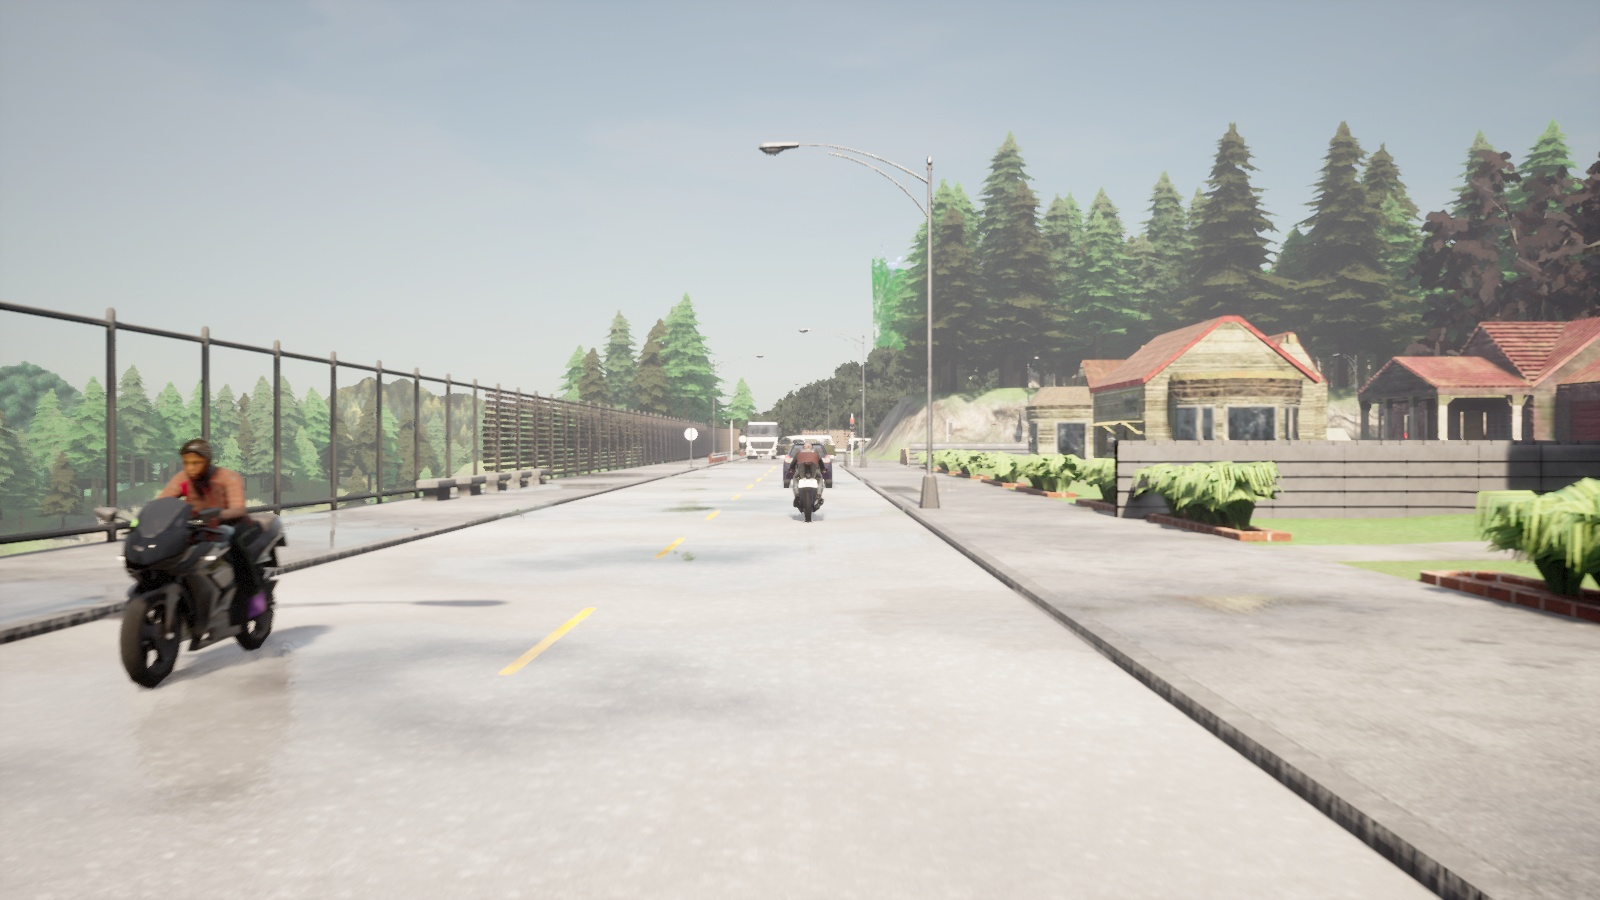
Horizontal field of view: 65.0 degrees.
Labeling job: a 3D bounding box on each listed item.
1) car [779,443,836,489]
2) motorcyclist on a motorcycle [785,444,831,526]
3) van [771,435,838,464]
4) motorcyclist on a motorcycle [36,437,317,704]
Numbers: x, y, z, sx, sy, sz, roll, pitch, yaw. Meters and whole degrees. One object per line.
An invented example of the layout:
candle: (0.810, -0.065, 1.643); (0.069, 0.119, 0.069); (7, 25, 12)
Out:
car: (0.259, 0.519, 42.846); (1.845, 1.501, 3.633); (0, 0, 0)
motorcyclist on a motorcycle: (0.155, 0.643, 24.619); (0.866, 1.530, 2.191); (0, 0, 0)
van: (0.360, -0.044, 91.157); (4.480, 2.038, 2.069); (0, 0, -35)
motorcyclist on a motorcycle: (-3.938, 0.679, 8.161); (0.797, 1.523, 2.044); (0, 0, 0)
